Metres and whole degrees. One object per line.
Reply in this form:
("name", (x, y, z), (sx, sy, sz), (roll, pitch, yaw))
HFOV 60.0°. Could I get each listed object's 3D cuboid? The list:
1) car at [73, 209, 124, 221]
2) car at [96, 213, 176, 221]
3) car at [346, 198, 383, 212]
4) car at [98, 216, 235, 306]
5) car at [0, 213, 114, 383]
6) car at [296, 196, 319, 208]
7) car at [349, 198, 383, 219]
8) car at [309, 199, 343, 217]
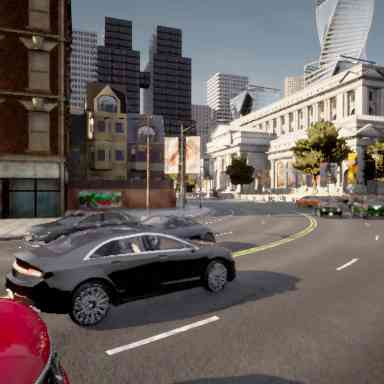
("car", (-4.290, 1.491, 13.845), (4.892, 1.490, 1.837), (0, 1, -45))
("car", (-1.036, 1.553, 12.231), (1.994, 1.385, 4.181), (0, 0, 43))
("car", (19.943, 1.497, 38.519), (2.002, 1.452, 4.674), (0, 0, 1))
("car", (-1.154, 1.483, 7.087), (4.902, 1.511, 2.128), (0, 0, -39))
("car", (-3.350, 1.221, 1.193), (5.566, 2.045, 2.150), (0, 1, -31))
("car", (16.405, 1.320, 46.851), (2.097, 1.767, 4.553), (0, 0, -6))
("car", (15.533, 1.334, 29.180), (2.097, 1.767, 4.553), (0, 0, 13))
("car", (12.378, 1.581, 30.628), (1.895, 1.301, 4.718), (0, 0, 12))
